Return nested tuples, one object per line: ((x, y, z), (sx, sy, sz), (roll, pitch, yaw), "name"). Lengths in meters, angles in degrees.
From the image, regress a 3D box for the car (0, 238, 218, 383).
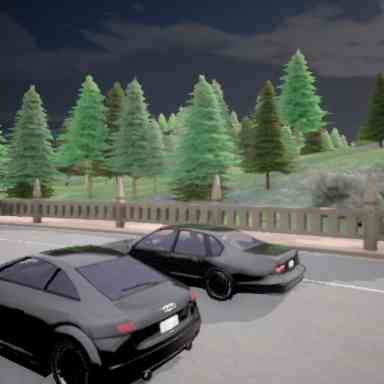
((-1.956, 1.528, 5.053), (4.181, 1.385, 1.994), (0, 0, 33), "car")

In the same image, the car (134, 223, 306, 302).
((-0.113, 1.492, 8.108), (5.357, 1.411, 2.033), (0, 0, 32), "car")
